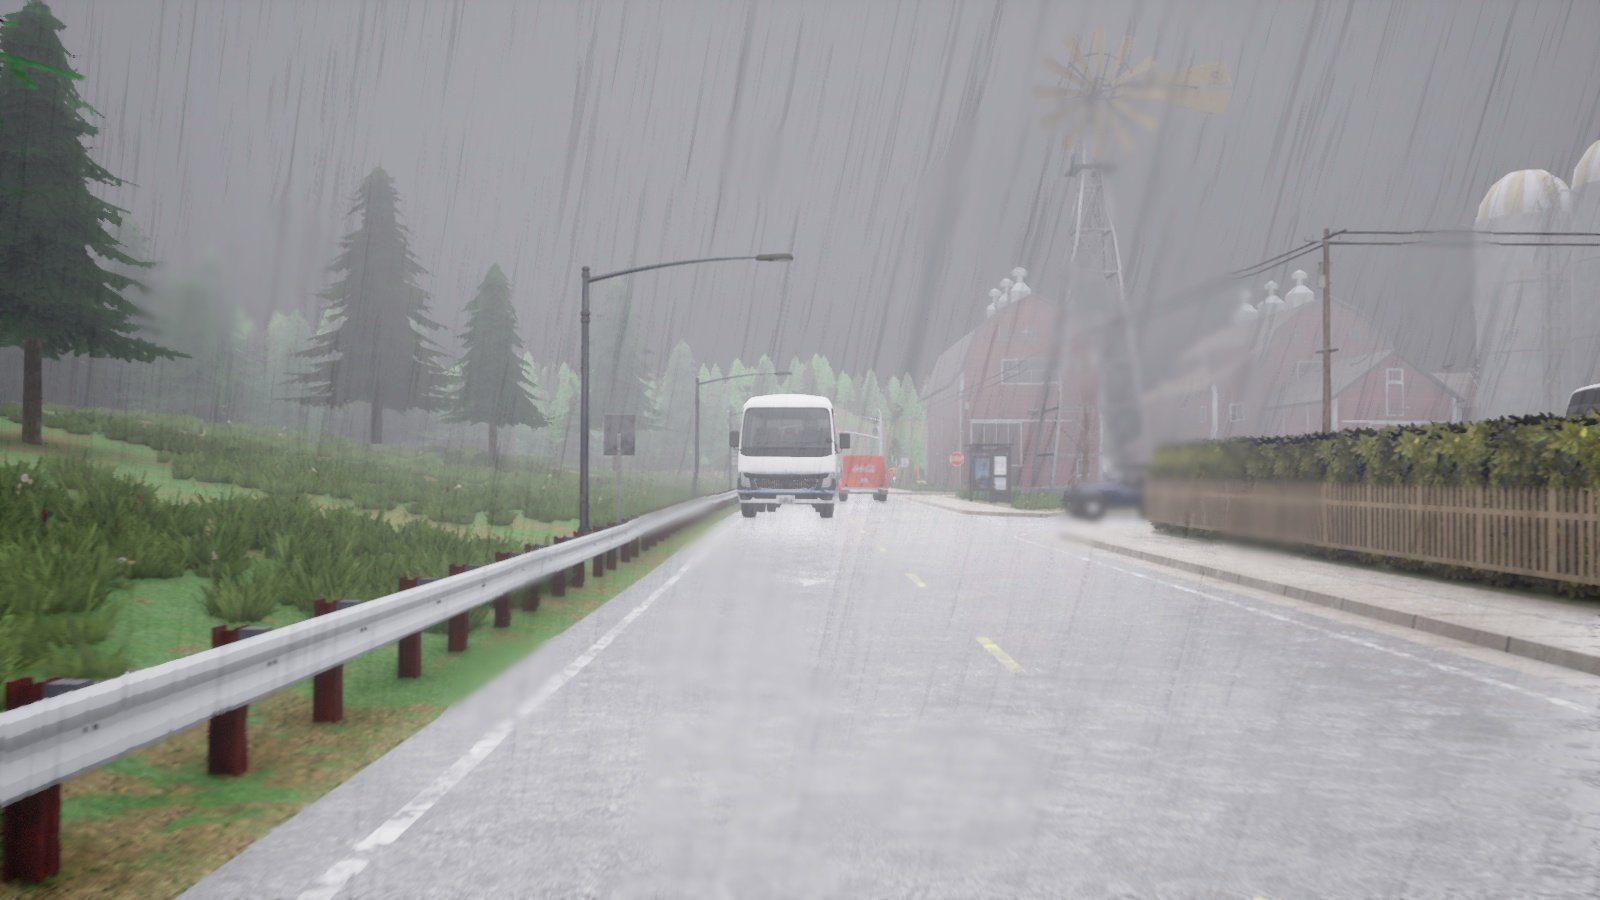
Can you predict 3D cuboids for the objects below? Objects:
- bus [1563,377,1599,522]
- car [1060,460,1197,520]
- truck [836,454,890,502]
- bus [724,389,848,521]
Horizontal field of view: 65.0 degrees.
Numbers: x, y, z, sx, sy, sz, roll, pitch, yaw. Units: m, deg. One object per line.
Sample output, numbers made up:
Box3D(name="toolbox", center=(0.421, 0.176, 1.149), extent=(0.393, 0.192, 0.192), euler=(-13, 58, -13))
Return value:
Box3D(name="bus", center=(28.753, -0.036, 36.886), extent=(10.273, 4.253, 3.944), euler=(0, -1, 0))
Box3D(name="car", center=(10.457, 1.267, 40.220), extent=(3.866, 1.878, 1.905), euler=(0, -1, -1))
Box3D(name="truck", center=(3.332, 1.488, 67.592), extent=(2.627, 2.467, 5.204), euler=(0, -1, 0))
Box3D(name="bus", center=(-0.272, 0.233, 45.691), extent=(3.944, 4.253, 10.273), euler=(0, -1, 2))
